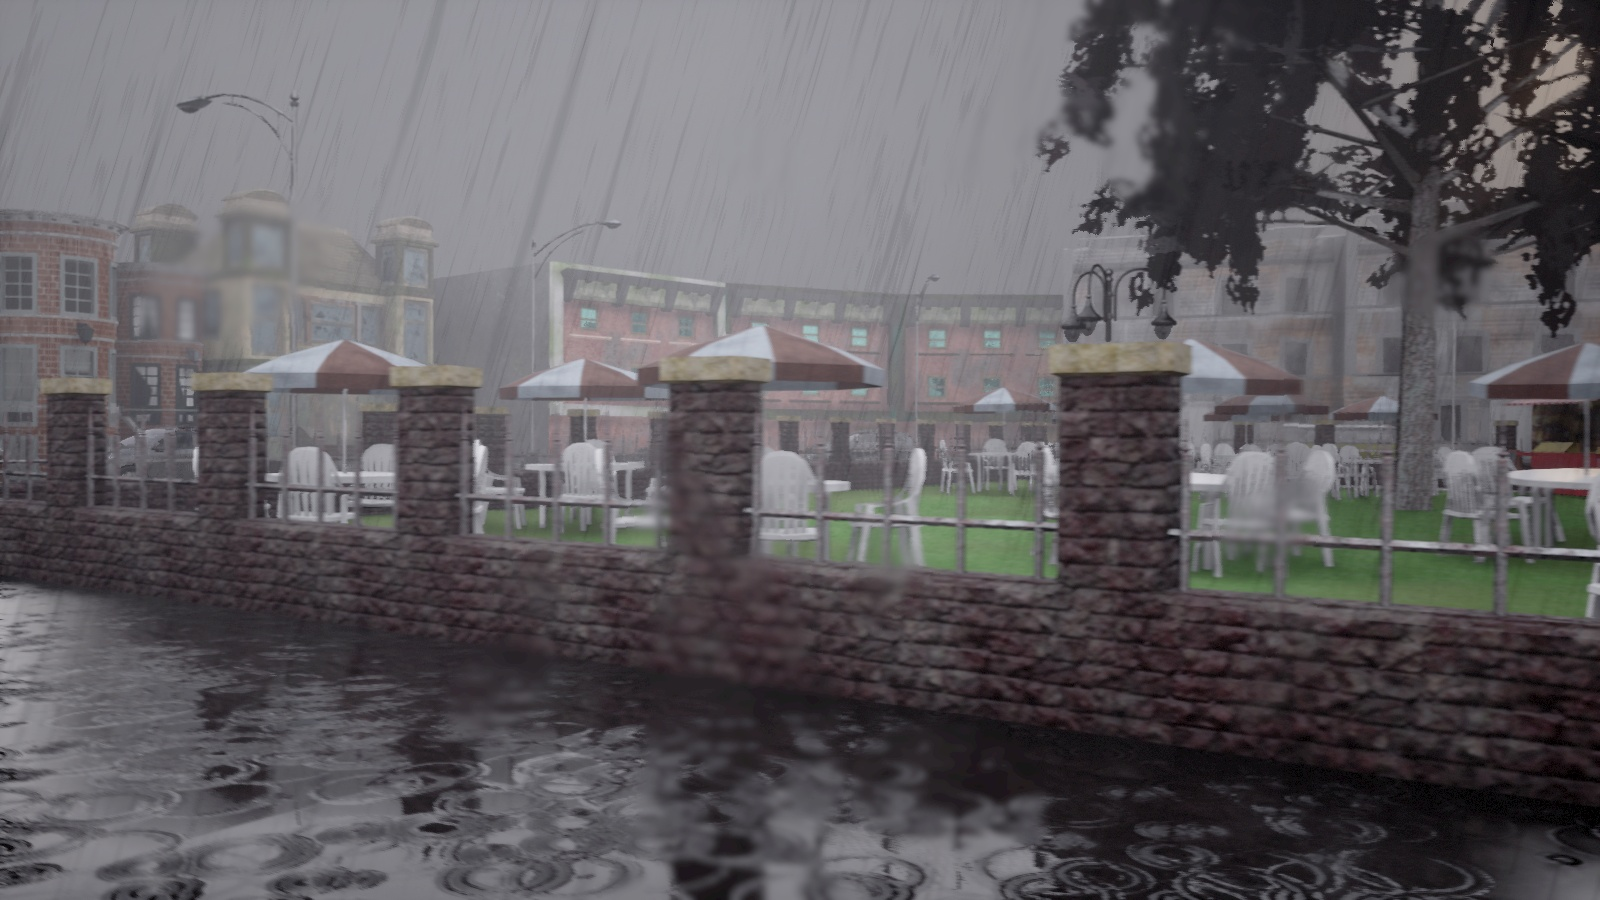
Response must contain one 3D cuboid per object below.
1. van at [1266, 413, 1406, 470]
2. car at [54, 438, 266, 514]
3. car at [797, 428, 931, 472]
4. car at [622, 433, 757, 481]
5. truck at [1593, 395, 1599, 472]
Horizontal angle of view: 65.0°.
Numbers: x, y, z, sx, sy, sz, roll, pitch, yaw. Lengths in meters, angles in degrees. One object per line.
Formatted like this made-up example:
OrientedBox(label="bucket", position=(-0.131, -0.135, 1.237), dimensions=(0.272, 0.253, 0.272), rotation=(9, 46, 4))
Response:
OrientedBox(label="van", position=(19.439, -0.315, 45.609), dimensions=(4.442, 1.987, 1.775), rotation=(0, 1, 33))
OrientedBox(label="car", position=(-13.750, 0.500, 27.153), dimensions=(1.845, 1.501, 3.633), rotation=(0, 1, 34))
OrientedBox(label="car", position=(2.520, -0.035, 49.466), dimensions=(4.856, 1.649, 2.033), rotation=(-1, 1, -25))
OrientedBox(label="car", position=(-3.656, 0.191, 42.395), dimensions=(1.837, 1.490, 4.892), rotation=(0, 1, 34))
OrientedBox(label="truck", position=(28.228, -0.554, 39.784), dimensions=(5.204, 2.467, 2.627), rotation=(0, 1, 33))
